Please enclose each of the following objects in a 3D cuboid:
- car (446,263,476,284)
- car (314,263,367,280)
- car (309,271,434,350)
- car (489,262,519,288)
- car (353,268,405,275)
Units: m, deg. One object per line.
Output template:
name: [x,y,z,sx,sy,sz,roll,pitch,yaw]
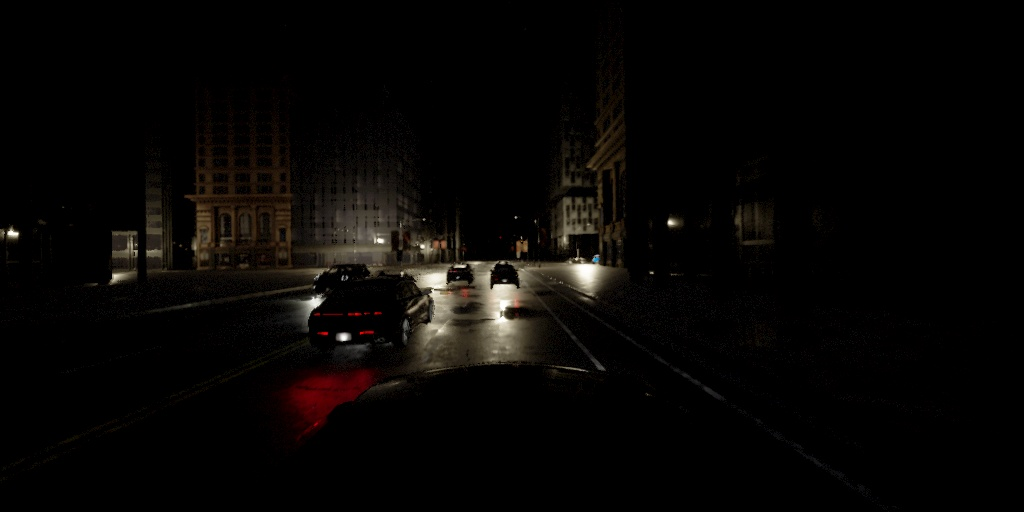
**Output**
car: [-3.856,1.301,27.503,2.128,1.511,4.902,-1,0,-2]
car: [-10.407,1.268,22.347,2.097,1.767,4.553,-1,0,-2]
car: [-3.312,1.308,9.313,1.837,1.490,4.892,-1,0,-2]
car: [-0.497,1.282,23.557,1.812,1.442,4.674,-1,0,-2]
car: [-7.103,1.464,20.694,1.895,1.301,4.718,-1,0,-2]
